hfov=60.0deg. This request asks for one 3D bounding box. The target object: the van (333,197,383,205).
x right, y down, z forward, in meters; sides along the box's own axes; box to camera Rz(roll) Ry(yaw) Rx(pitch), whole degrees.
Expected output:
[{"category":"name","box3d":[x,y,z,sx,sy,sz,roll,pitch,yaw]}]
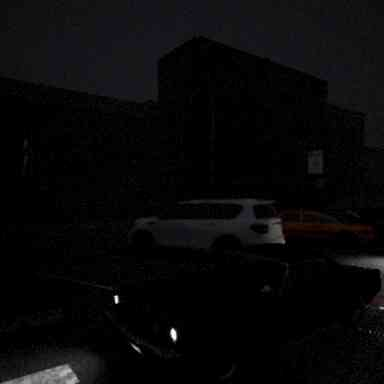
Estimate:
[{"category":"van","box3d":[9.907,1.285,18.725,4.442,1.987,1.878,-1,-1,33]}]

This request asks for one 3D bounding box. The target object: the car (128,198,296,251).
[{"category":"car","box3d":[0.341,1.247,11.492,5.566,2.045,2.435,-1,-1,33]}]

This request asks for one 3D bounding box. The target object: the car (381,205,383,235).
[{"category":"car","box3d":[7.597,1.546,16.875,4.674,1.452,2.002,-1,-1,33]}]

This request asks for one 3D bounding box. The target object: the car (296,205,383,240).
[{"category":"car","box3d":[5.344,1.498,14.975,5.366,1.575,1.946,-1,-1,33]}]

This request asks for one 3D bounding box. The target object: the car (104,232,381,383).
[{"category":"car","box3d":[1.084,1.607,5.417,4.718,1.301,1.895,0,0,-37]}]
